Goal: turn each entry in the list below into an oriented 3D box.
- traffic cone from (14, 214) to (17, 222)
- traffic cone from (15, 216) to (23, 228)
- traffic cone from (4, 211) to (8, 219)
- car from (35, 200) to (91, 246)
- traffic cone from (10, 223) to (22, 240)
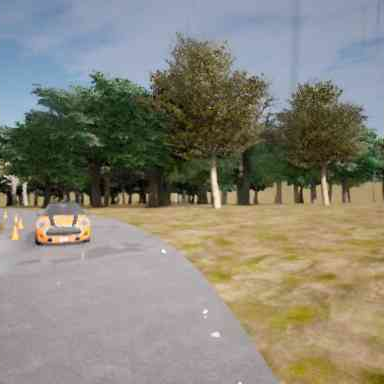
[{"bbox_3d":[-12.450,1.845,23.557,0.340,0.580,0.340,-1,0,-34],"label":"traffic cone"},{"bbox_3d":[-10.052,1.838,19.494,0.340,0.580,0.340,-1,0,-28],"label":"traffic cone"},{"bbox_3d":[-15.259,1.874,27.350,0.340,0.580,0.340,-1,0,-39],"label":"traffic cone"},{"bbox_3d":[-5.754,1.236,14.937,2.097,1.767,4.553,-1,1,-21],"label":"car"},{"bbox_3d":[-8.090,1.851,15.203,0.340,0.580,0.340,-1,0,-22],"label":"traffic cone"}]
